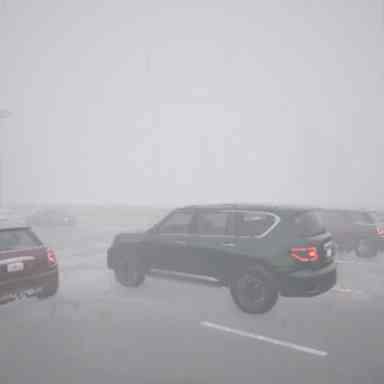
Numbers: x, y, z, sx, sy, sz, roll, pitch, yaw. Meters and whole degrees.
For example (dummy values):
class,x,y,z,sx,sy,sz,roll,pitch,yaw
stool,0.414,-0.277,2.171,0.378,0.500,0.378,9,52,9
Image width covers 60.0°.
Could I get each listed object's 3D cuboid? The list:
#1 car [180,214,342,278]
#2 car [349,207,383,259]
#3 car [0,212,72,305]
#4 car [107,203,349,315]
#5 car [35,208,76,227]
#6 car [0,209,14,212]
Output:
class,x,y,z,sx,sy,sz,roll,pitch,yaw
car,2.129,1.590,11.019,4.892,1.490,1.837,-1,-1,35
car,5.205,1.431,13.135,4.553,1.767,2.097,-1,-1,35
car,-5.085,1.466,7.536,4.553,1.767,2.097,-1,-1,35
car,0.448,1.292,7.924,5.566,2.045,2.150,-1,-1,35
car,-10.272,1.876,24.020,4.181,1.385,1.994,-1,-1,35
car,-12.472,1.831,21.282,4.674,1.442,1.812,-1,-1,35
